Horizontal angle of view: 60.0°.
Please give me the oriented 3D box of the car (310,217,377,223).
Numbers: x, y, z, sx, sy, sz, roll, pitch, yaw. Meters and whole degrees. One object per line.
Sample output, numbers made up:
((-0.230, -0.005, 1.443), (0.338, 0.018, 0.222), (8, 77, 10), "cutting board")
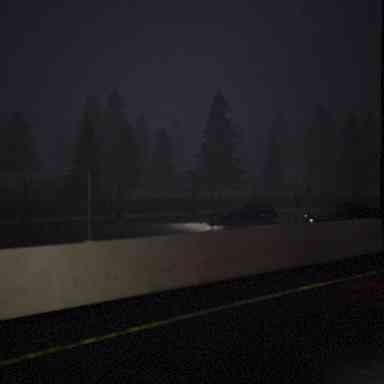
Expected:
((8.043, 1.449, 16.439), (4.718, 1.301, 1.895), (0, 0, -26), "car")
